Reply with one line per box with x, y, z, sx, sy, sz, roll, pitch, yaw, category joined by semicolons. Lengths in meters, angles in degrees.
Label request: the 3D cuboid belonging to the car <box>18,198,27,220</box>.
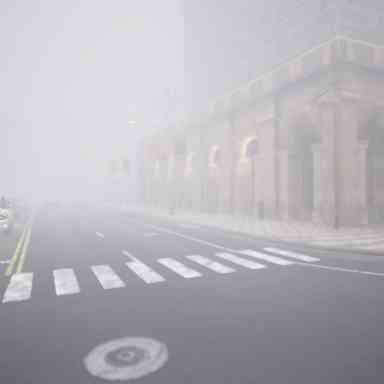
-15.402;1.549;27.827;2.128;1.511;4.902;-1;0;-24;car

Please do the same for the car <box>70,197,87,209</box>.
-15.362;1.461;45.314;1.812;1.442;4.674;-1;1;-23;car

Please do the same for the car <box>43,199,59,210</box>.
-18.572;1.599;43.924;1.895;1.301;4.718;-1;0;-23;car

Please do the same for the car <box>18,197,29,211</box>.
-19.533;1.412;37.223;2.097;1.767;4.553;-1;0;-24;car

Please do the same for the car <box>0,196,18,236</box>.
-11.285;1.276;18.647;2.150;2.045;5.566;-1;0;-26;car
